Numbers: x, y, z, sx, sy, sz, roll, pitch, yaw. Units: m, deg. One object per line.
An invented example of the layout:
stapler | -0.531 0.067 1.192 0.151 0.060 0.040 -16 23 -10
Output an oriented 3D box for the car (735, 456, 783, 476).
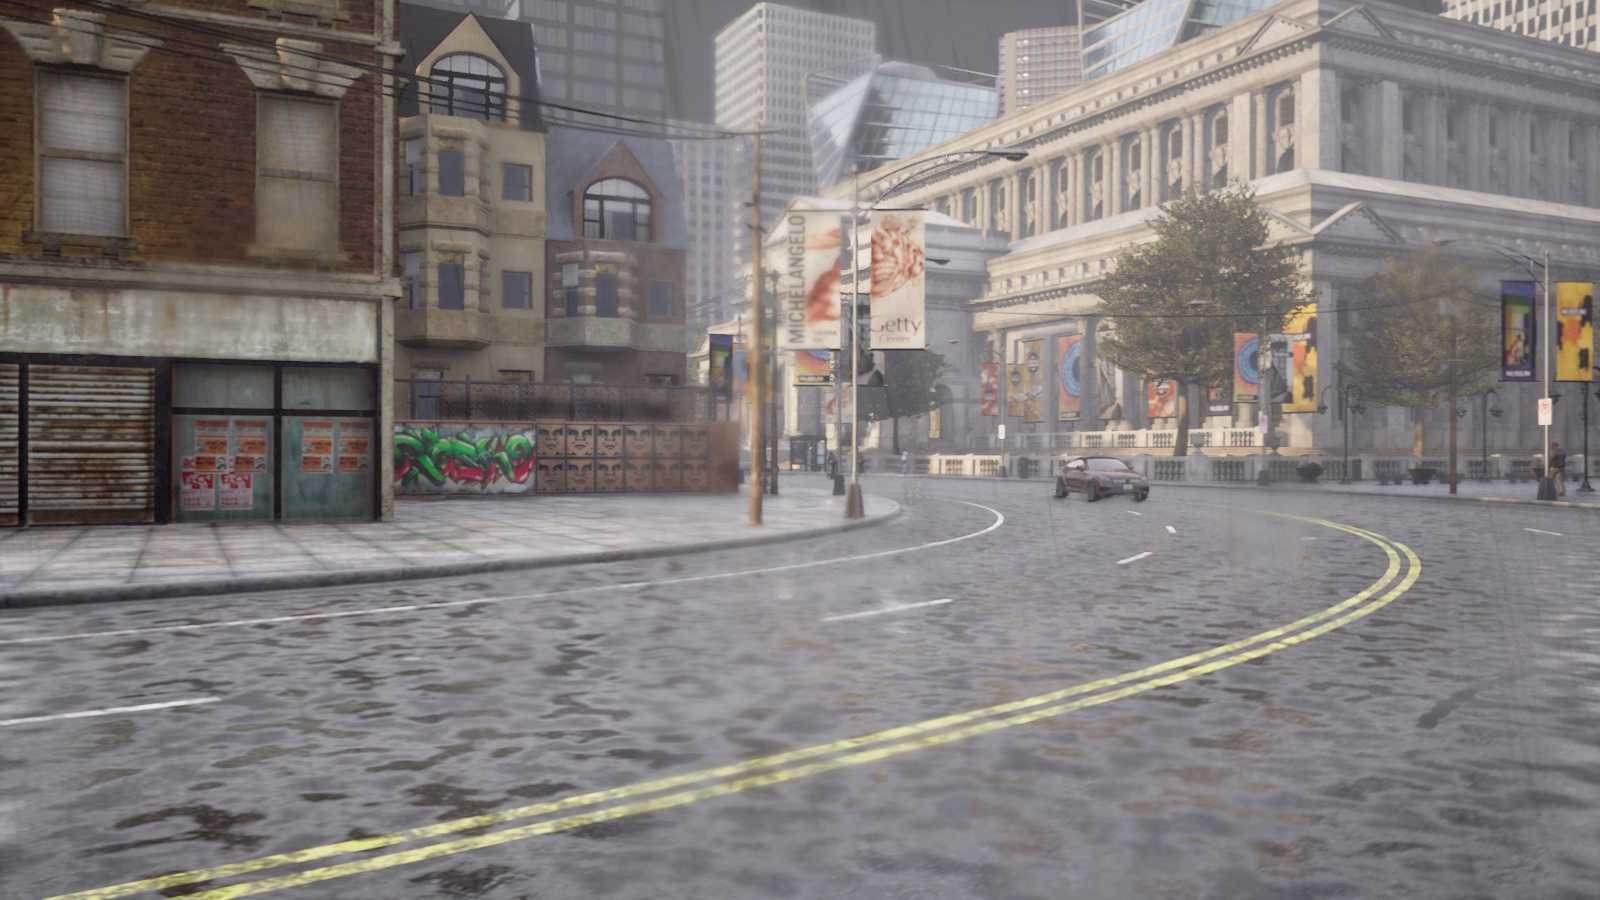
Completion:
car | -2.989 1.111 90.652 1.994 1.385 4.181 0 0 -26

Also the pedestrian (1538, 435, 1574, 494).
pedestrian | 24.245 0.468 40.291 0.563 1.883 0.849 0 0 -9

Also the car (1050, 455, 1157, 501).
car | 10.017 0.880 41.804 1.812 1.442 4.674 0 0 -9
